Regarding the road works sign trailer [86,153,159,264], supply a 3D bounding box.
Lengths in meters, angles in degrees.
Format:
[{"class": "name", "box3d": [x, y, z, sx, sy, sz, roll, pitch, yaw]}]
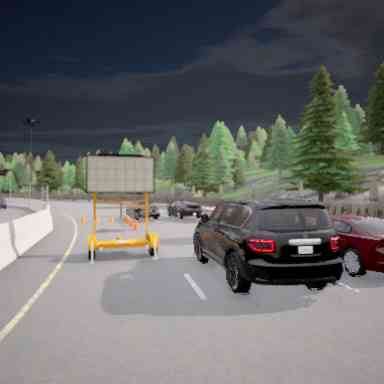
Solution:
[{"class": "road works sign trailer", "box3d": [-2.564, 0.439, 11.985, 2.380, 3.560, 2.880, 0, 0, -17]}]

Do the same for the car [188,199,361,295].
[{"class": "car", "box3d": [1.604, 1.198, 8.982, 2.150, 2.045, 5.566, 0, 0, -12]}]

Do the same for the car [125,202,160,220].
[{"class": "car", "box3d": [-4.141, 1.488, 27.253, 2.033, 1.411, 5.357, 0, 0, -23]}]

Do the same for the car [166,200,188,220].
[{"class": "car", "box3d": [-0.710, 1.441, 27.900, 1.837, 1.490, 4.892, 0, 0, -22]}]

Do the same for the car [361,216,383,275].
[{"class": "car", "box3d": [4.832, 1.449, 10.423, 1.882, 1.535, 5.008, 0, 0, -13]}]
